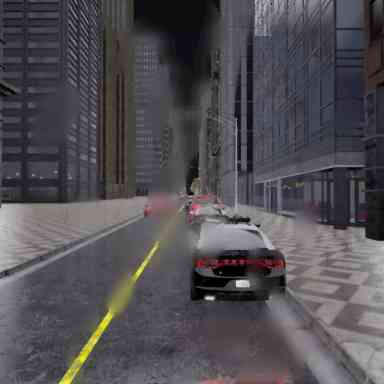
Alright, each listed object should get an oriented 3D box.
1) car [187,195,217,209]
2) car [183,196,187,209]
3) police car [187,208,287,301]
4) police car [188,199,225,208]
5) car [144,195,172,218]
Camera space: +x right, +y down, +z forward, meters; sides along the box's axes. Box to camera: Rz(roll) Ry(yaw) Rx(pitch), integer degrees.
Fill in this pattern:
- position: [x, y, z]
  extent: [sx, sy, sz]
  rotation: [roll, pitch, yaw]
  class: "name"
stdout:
- position: [0.927, 1.260, 24.432]
  extent: [2.150, 2.045, 5.566]
  rotation: [0, 0, 0]
  class: "car"
- position: [0.078, 1.633, 46.879]
  extent: [2.033, 1.411, 5.357]
  rotation: [0, 0, 1]
  class: "car"
- position: [0.908, 1.433, 8.508]
  extent: [1.930, 1.638, 5.238]
  rotation: [0, 0, 0]
  class: "police car"
- position: [0.920, 1.448, 18.510]
  extent: [1.930, 1.638, 5.238]
  rotation: [0, 0, 0]
  class: "police car"
- position: [-3.065, 1.271, 30.725]
  extent: [2.150, 2.045, 5.566]
  rotation: [0, 0, 0]
  class: "car"
